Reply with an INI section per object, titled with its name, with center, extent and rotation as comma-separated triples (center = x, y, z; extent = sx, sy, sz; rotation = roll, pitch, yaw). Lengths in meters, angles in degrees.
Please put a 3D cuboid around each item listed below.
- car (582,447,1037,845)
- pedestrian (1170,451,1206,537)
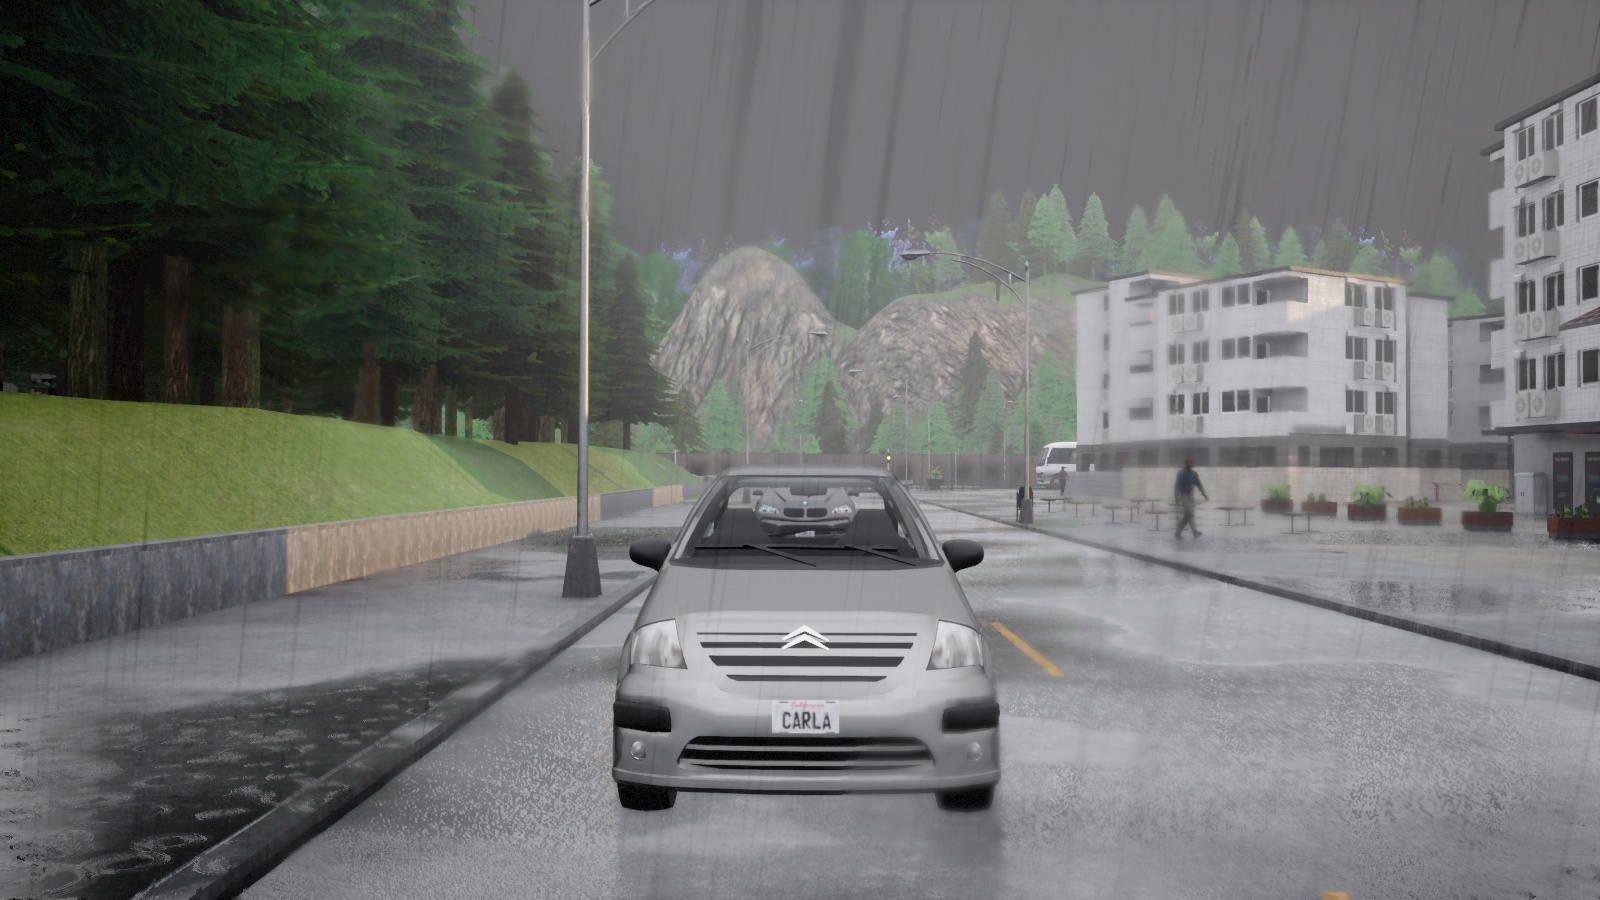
[car]
center = 0.044, 0.832, 7.120
extent = 1.851, 1.617, 3.988
rotation = 0, -1, 0
[pedestrian]
center = 8.390, 0.946, 27.155
extent = 0.370, 1.835, 0.726
rotation = 0, -1, -18
